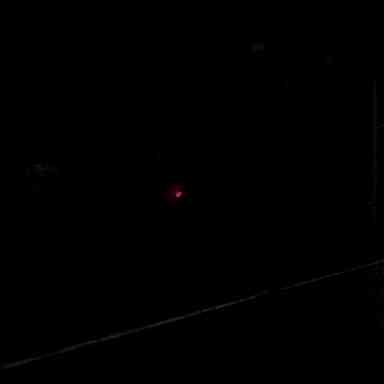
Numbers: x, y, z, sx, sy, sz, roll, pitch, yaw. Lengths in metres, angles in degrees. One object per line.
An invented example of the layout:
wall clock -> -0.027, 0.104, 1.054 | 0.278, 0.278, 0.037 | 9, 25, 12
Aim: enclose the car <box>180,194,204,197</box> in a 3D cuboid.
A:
car -> 0.553, 1.206, 36.788 | 2.150, 2.045, 5.566 | 0, 0, -37
